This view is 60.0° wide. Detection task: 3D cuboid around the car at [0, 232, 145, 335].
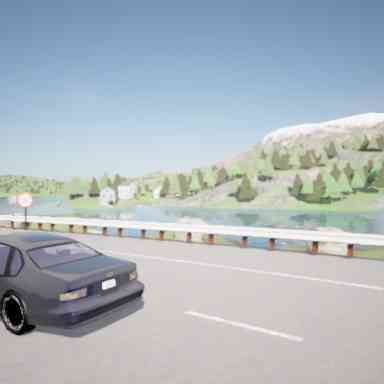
[{"bbox_3d":[-3.471,1.547,6.658,5.357,1.411,2.033,-1,0,32],"label":"car"}]
